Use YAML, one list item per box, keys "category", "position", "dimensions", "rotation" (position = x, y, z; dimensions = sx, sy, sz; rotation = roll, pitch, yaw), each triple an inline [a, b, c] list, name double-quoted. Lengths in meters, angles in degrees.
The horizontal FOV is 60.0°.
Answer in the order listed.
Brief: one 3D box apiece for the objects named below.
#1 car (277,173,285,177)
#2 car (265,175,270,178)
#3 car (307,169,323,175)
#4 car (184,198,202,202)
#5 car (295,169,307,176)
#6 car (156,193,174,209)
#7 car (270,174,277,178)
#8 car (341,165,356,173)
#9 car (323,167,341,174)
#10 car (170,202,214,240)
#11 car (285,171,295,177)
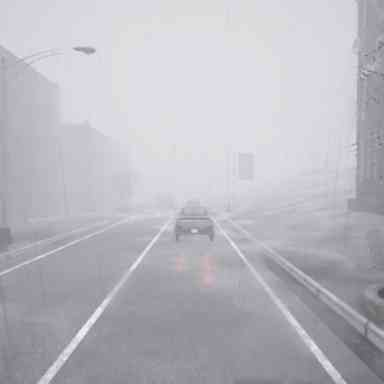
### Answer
- category: "car"
  position: [22.128, -3.843, 77.221]
  dimensions: [2.002, 1.452, 4.674]
  rotation: [0, 1, -2]
- category: "car"
  position: [21.771, -4.059, 88.281]
  dimensions: [2.231, 1.521, 4.892]
  rotation: [0, 1, -1]
- category: "car"
  position: [23.561, -3.544, 60.487]
  dimensions: [2.163, 1.488, 4.792]
  rotation: [0, 1, -6]
- category: "car"
  position: [0.119, 1.475, 40.443]
  dimensions: [2.128, 1.511, 4.902]
  rotation: [0, 0, 0]
- category: "car"
  position: [22.944, -3.805, 66.178]
  dimensions: [2.185, 1.767, 4.553]
  rotation: [0, 1, -5]
- category: "car"
  position: [-3.557, 1.206, 44.915]
  dimensions: [2.150, 2.045, 5.566]
  rotation: [0, 0, 0]
- category: "car"
  position: [21.897, -3.980, 82.763]
  dimensions: [2.231, 1.521, 4.892]
  rotation: [0, 1, -1]
- category: "car"
  position: [25.064, -3.371, 49.652]
  dimensions: [2.231, 1.521, 4.892]
  rotation: [0, 1, -9]
- category: "car"
  position: [24.261, -3.433, 55.013]
  dimensions: [2.002, 1.452, 4.674]
  rotation: [0, 1, -7]
- category: "car"
  position: [0.109, 1.485, 16.947]
  dimensions: [2.128, 1.511, 4.902]
  rotation: [0, 0, 0]
- category: "car"
  position: [22.478, -3.781, 71.684]
  dimensions: [2.097, 1.535, 5.008]
  rotation: [0, 1, -4]
